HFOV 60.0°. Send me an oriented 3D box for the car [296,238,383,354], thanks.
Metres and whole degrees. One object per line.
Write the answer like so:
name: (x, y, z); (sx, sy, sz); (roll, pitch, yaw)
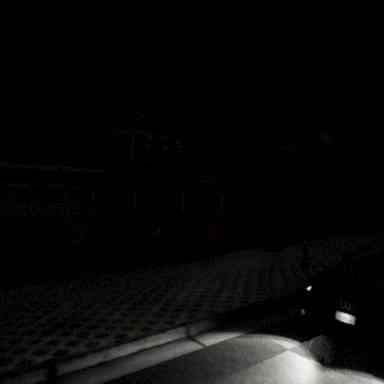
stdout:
car: (3.726, 1.530, 5.726); (4.181, 1.385, 1.994); (-1, 0, -35)
